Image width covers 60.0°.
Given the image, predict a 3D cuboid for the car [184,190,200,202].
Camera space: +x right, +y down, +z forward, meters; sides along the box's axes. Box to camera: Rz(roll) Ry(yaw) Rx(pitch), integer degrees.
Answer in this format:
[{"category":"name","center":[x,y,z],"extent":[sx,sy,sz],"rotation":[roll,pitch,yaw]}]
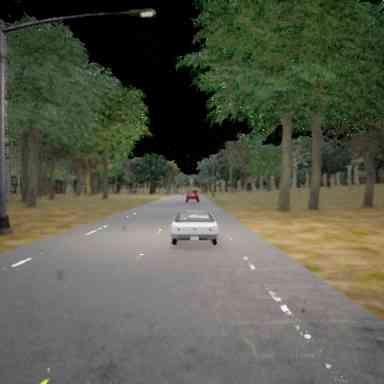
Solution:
[{"category":"car","center":[0.109,0.654,57.039],"extent":[2.150,2.045,5.566],"rotation":[0,0,0]}]

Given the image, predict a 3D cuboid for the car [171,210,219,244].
[{"category":"car","center":[0.102,1.482,15.069],"extent":[1.895,1.301,4.718],"rotation":[0,0,0]}]
